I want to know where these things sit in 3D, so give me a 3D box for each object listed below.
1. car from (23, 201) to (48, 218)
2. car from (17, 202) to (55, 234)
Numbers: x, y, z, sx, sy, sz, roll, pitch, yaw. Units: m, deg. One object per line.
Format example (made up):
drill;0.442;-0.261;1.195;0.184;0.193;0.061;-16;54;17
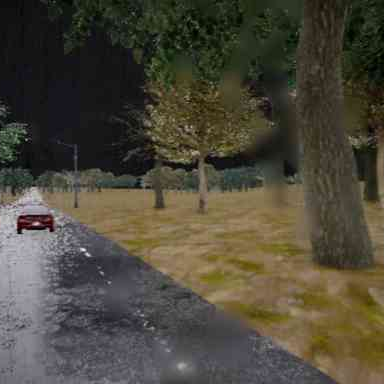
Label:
car;-16.226;1.742;34.524;2.128;1.511;4.902;-1;0;-25
car;-9.320;1.540;19.896;1.882;1.535;5.008;-1;0;-25
